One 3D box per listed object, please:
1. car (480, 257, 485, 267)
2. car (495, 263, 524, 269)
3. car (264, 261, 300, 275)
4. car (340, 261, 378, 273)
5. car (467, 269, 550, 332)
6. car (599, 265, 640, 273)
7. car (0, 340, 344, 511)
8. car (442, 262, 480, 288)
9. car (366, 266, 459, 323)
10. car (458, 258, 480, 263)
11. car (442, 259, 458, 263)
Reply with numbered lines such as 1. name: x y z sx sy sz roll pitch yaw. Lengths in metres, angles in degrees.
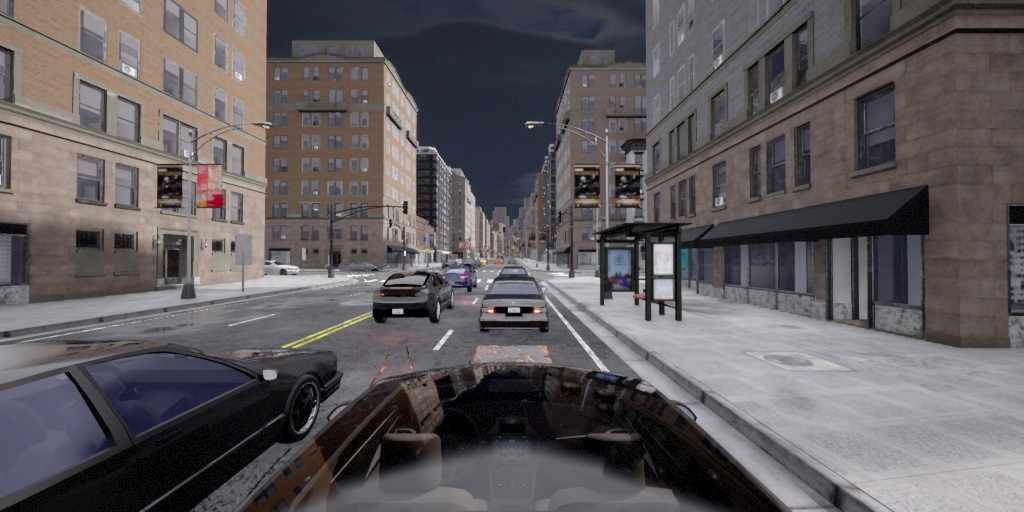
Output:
1. car: -6.557 1.260 64.339 2.128 1.511 4.902 0 0 0
2. car: 0.090 1.304 20.860 2.033 1.411 5.357 0 0 0
3. car: -22.622 1.155 33.836 4.674 1.442 1.812 0 -1 -1
4. car: -18.654 1.340 43.790 4.181 1.385 1.994 0 -1 0
5. car: 0.081 1.300 10.803 2.033 1.411 5.357 0 0 1
6. car: 13.126 1.386 43.908 4.892 1.490 1.837 0 -1 0
7. car: -3.149 1.298 2.268 2.033 1.411 5.357 0 0 0
8. car: -3.152 1.282 21.181 1.812 1.442 4.674 0 0 0
9. car: -3.138 1.258 12.142 1.837 1.490 4.892 0 0 -1
10. car: -6.590 1.121 55.199 2.097 1.767 4.553 0 0 0
11. car: -9.804 1.273 56.890 1.837 1.490 4.892 0 0 3
